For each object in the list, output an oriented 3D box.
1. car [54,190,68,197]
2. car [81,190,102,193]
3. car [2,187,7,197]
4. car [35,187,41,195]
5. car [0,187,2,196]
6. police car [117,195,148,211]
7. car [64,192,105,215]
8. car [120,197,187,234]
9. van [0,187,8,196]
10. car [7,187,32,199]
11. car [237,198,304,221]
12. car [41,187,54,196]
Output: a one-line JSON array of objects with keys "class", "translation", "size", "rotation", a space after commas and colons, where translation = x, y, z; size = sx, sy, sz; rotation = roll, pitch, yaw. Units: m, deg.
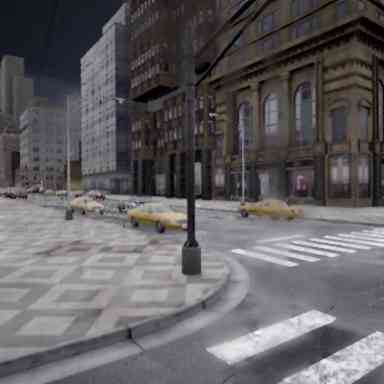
[{"class": "car", "translation": [-24.439, 0.313, 63.525], "size": [1.802, 1.307, 4.206], "rotation": [0, 1, -35]}, {"class": "car", "translation": [-14.575, 0.440, 49.665], "size": [1.967, 1.590, 4.097], "rotation": [0, 1, -35]}, {"class": "car", "translation": [-31.379, 0.130, 58.577], "size": [2.192, 1.841, 5.009], "rotation": [0, 1, -35]}, {"class": "car", "translation": [-34.299, -0.211, 77.381], "size": [2.192, 1.841, 5.009], "rotation": [0, 1, -35]}, {"class": "car", "translation": [-37.957, 0.082, 67.819], "size": [1.967, 1.590, 4.097], "rotation": [0, 1, -35]}, {"class": "police car", "translation": [-3.642, 1.001, 24.343], "size": [2.038, 1.542, 4.974], "rotation": [-1, 1, -35]}, {"class": "car", "translation": [-8.267, 0.979, 26.100], "size": [1.752, 1.417, 4.829], "rotation": [0, 1, -35]}, {"class": "car", "translation": [-1.691, 1.165, 16.860], "size": [1.752, 1.417, 4.829], "rotation": [1, 1, -35]}, {"class": "van", "translation": [-41.244, -0.102, 72.438], "size": [1.690, 1.788, 3.998], "rotation": [0, 1, -35]}, {"class": "car", "translation": [-28.091, 0.218, 53.957], "size": [2.192, 1.841, 5.009], "rotation": [0, 1, -35]}, {"class": "car", "translation": [5.052, 1.076, 22.086], "size": [1.752, 1.417, 4.829], "rotation": [0, 1, -35]}, {"class": "car", "translation": [-31.113, 0.081, 72.902], "size": [1.752, 1.417, 4.829], "rotation": [0, 1, -35]}]
